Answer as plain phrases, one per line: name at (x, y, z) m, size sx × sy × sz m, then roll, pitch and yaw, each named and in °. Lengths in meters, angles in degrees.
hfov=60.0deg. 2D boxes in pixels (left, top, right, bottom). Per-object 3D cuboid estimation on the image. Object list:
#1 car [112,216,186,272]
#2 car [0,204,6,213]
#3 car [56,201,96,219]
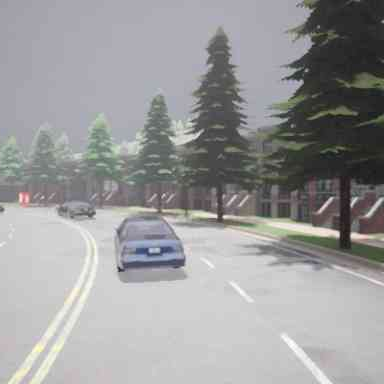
car at (-1.550, 1.500, 10.773) m, size 2.033 × 1.411 × 5.357 m, roll 0°, pitch 0°, yaw -14°
car at (-20.420, 1.453, 33.267) m, size 4.181 × 1.385 × 1.994 m, roll 0°, pitch 0°, yaw 37°
car at (-9.802, 1.437, 27.881) m, size 2.033 × 1.411 × 5.357 m, roll 0°, pitch 0°, yaw -38°
